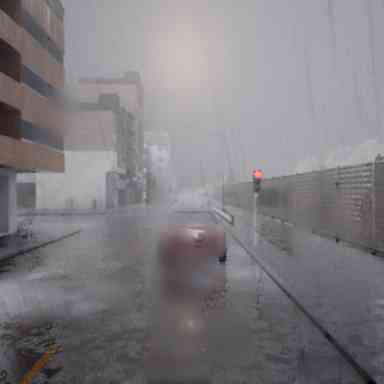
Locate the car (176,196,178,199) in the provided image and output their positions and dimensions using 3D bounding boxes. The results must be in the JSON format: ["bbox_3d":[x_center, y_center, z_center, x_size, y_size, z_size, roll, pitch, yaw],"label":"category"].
[{"bbox_3d":[-4.191,1.281,72.913,1.837,1.490,4.892,0,0,0],"label":"car"}]

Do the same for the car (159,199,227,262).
[{"bbox_3d":[0.045,1.316,12.070,2.097,1.767,4.553,0,0,0],"label":"car"}]

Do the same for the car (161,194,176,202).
[{"bbox_3d":[-4.197,1.332,57.452,1.837,1.490,4.892,0,0,0],"label":"car"}]
